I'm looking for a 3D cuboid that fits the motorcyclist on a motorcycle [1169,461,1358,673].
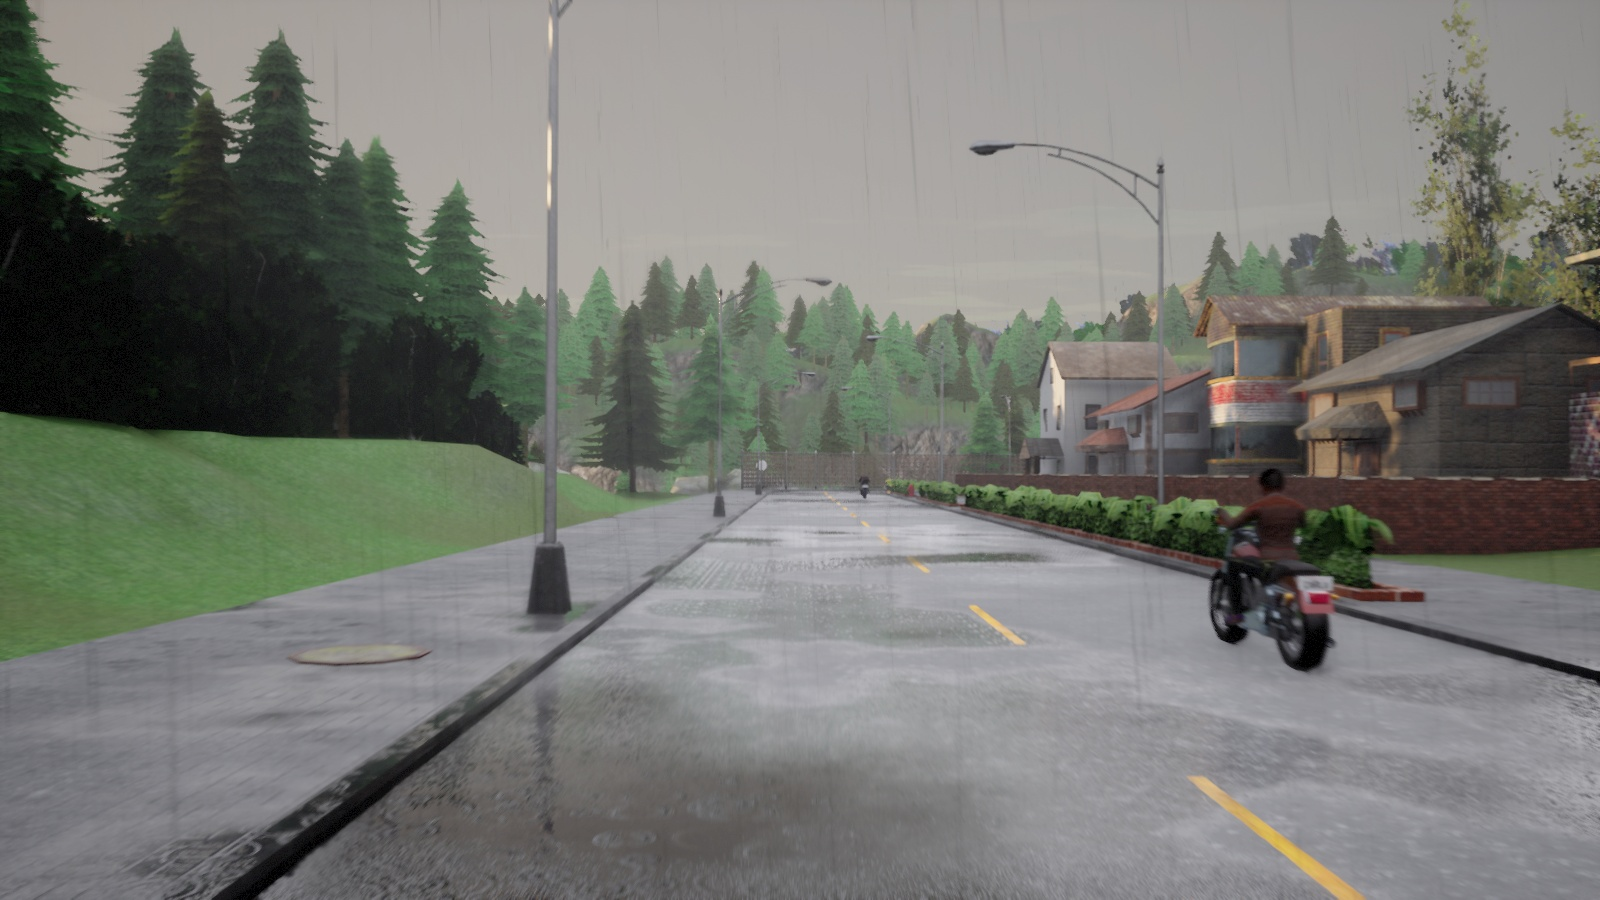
[{"bbox_3d":[3.973,0.940,11.008,0.766,1.649,2.350,0,-1,0],"label":"motorcyclist on a motorcycle"}]
